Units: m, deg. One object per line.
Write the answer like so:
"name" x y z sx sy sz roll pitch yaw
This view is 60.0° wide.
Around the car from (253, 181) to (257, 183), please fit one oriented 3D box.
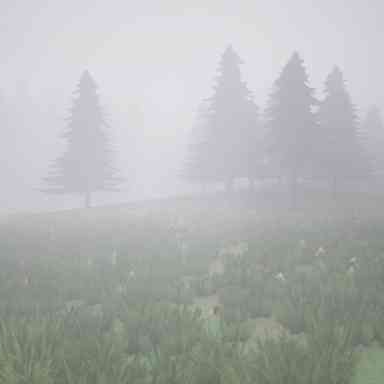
"car" 13.385 -1.827 63.450 4.892 1.490 1.837 -5 2 -22
